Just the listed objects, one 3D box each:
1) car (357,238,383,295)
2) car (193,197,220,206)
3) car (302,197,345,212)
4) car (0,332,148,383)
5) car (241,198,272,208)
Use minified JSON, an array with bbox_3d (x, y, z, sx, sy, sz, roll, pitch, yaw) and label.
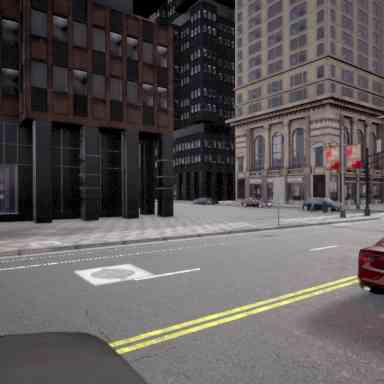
[{"bbox_3d":[5.737,1.477,7.541,5.008,1.535,1.882,0,0,-36],"label":"car"},{"bbox_3d":[2.329,1.596,55.854,2.033,1.411,5.357,0,0,-35],"label":"car"},{"bbox_3d":[14.988,1.376,37.949,2.097,1.767,4.553,0,0,-35],"label":"car"},{"bbox_3d":[-2.704,1.548,1.514,5.357,1.411,2.033,0,0,-35],"label":"car"},{"bbox_3d":[8.985,1.527,46.433,2.128,1.511,4.902,0,0,-35],"label":"car"}]
